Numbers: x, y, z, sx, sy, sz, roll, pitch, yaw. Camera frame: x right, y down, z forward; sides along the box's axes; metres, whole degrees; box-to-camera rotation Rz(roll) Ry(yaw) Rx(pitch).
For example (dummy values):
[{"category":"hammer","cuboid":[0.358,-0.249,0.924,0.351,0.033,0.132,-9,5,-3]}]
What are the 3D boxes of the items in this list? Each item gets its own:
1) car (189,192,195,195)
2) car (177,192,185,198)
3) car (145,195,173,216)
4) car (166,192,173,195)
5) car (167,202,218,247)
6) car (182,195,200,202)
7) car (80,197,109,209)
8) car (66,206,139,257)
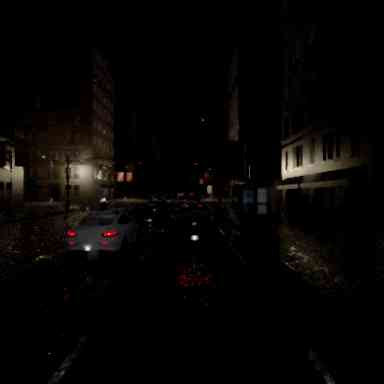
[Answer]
[{"category":"car","cuboid":[-0.007,0.946,94.638,1.895,1.301,4.718,0,0,0]},{"category":"car","cuboid":[-3.257,0.876,94.608,2.128,1.511,4.902,0,0,0]},{"category":"car","cuboid":[-3.152,1.302,30.619,2.128,1.511,4.902,0,0,0]},{"category":"car","cuboid":[-6.507,0.909,95.248,1.837,1.490,4.892,0,0,0]},{"category":"car","cuboid":[0.100,1.412,14.605,1.837,1.490,4.892,0,0,0]},{"category":"car","cuboid":[0.082,1.334,31.167,1.812,1.442,4.674,0,0,0]},{"category":"car","cuboid":[-9.775,1.286,33.727,2.128,1.511,4.902,0,0,1]},{"category":"car","cuboid":[-3.150,1.447,12.371,1.812,1.442,4.674,0,0,0]}]
